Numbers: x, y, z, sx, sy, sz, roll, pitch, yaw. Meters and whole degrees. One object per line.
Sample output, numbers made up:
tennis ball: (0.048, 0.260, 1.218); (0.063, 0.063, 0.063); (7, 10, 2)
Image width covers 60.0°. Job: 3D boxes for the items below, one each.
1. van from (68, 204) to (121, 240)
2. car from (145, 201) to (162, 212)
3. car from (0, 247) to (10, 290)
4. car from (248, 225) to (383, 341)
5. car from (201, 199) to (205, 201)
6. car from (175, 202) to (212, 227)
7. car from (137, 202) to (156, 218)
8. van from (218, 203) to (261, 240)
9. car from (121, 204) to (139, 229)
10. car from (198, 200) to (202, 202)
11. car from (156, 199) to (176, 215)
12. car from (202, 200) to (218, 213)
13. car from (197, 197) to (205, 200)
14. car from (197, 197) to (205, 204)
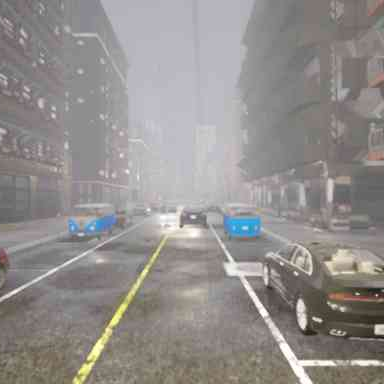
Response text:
van: (-5.279, 1.526, 17.922); (1.690, 1.788, 3.998); (1, -1, 0)
car: (-5.293, 2.027, 46.273); (1.887, 1.381, 4.507); (1, -1, 0)
car: (-5.288, 1.651, 6.578); (1.802, 1.307, 4.206); (1, -1, 0)
car: (2.571, 1.619, 6.611); (2.008, 1.369, 4.403); (1, -1, 0)
car: (2.554, 2.027, 46.304); (1.887, 1.381, 4.507); (1, -1, 0)
car: (0.089, 1.760, 24.912); (2.163, 1.488, 4.792); (0, -1, 0)
car: (-5.289, 1.913, 34.932); (2.008, 1.369, 4.403); (1, -1, 0)
van: (2.568, 1.525, 17.954); (1.690, 1.788, 3.998); (1, -1, 0)
car: (-5.284, 1.788, 23.591); (1.887, 1.381, 4.507); (1, -1, 0)
car: (0.083, 2.023, 40.730); (1.895, 1.301, 4.718); (0, -1, 0)
car: (-2.811, 1.912, 40.448); (2.128, 1.511, 4.902); (0, -1, 1)
car: (2.556, 1.987, 40.634); (1.947, 1.339, 4.313); (1, -1, 0)
car: (2.667, 2.444, 84.358); (1.887, 1.381, 4.507); (1, -1, 0)
car: (2.567, 2.328, 94.306); (2.192, 1.841, 5.009); (1, -1, 0)
